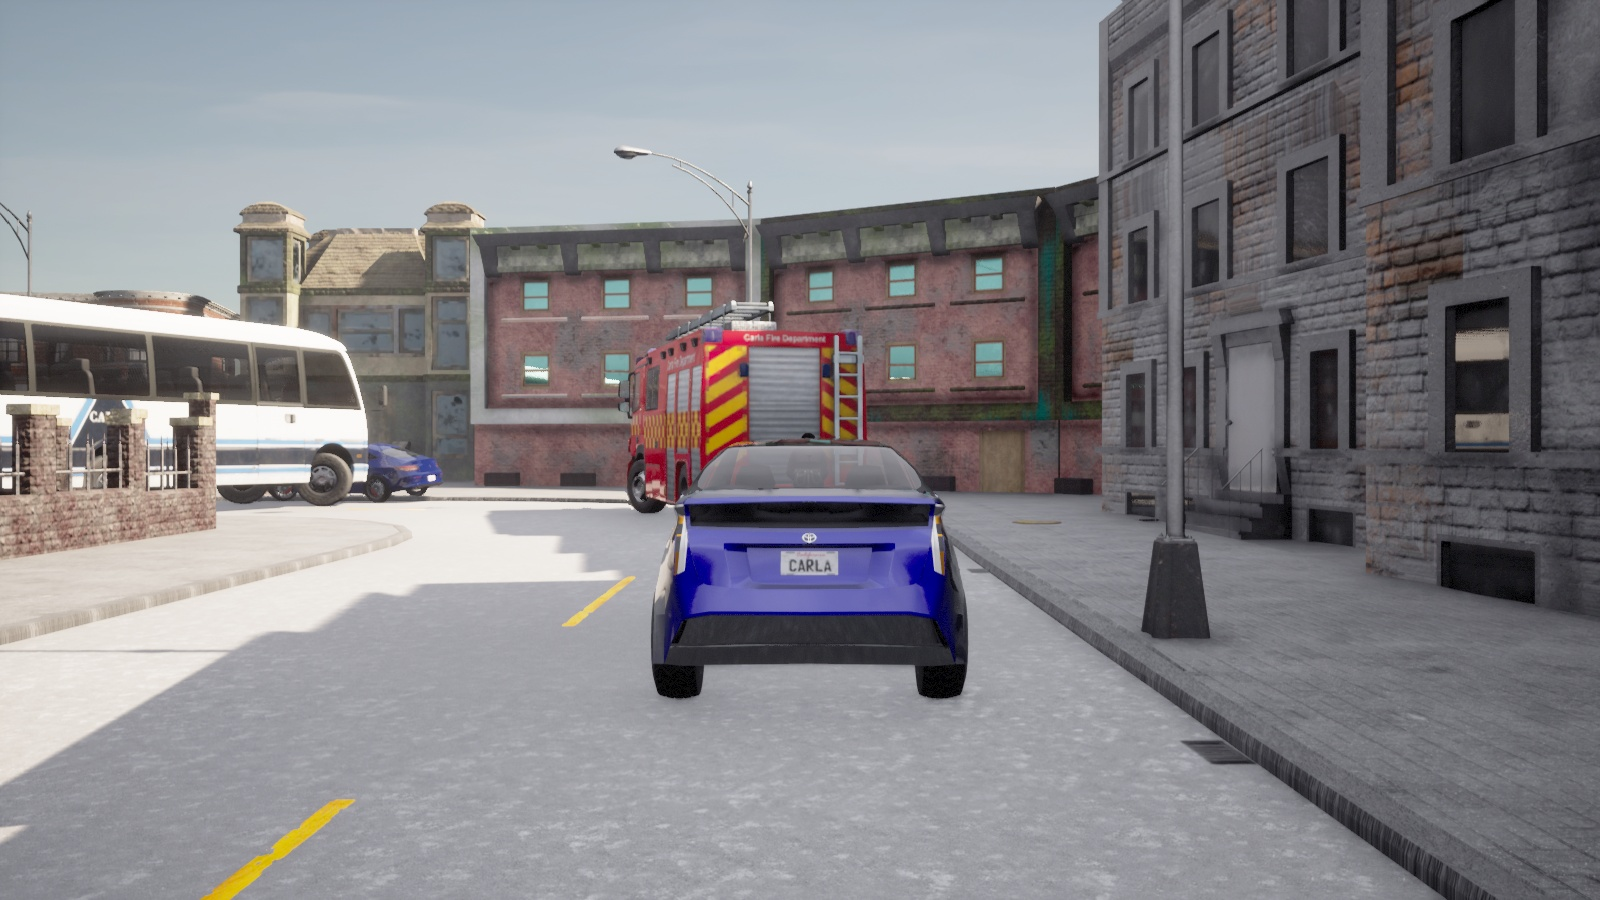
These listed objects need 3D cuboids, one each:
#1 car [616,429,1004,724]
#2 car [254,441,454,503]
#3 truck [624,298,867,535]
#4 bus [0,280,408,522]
[{"bbox_3d":[0.064,0.643,8.761,2.007,1.525,4.514,0,0,0],"label":"car"},{"bbox_3d":[-11.523,0.531,32.511,4.674,1.442,1.812,0,4,18],"label":"car"},{"bbox_3d":[-1.434,-0.564,24.700,2.891,3.827,8.468,0,0,-16],"label":"truck"},{"bbox_3d":[-13.716,-0.823,27.512,3.944,4.253,10.273,-1,0,24],"label":"bus"}]
